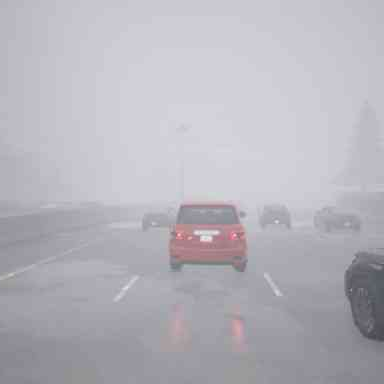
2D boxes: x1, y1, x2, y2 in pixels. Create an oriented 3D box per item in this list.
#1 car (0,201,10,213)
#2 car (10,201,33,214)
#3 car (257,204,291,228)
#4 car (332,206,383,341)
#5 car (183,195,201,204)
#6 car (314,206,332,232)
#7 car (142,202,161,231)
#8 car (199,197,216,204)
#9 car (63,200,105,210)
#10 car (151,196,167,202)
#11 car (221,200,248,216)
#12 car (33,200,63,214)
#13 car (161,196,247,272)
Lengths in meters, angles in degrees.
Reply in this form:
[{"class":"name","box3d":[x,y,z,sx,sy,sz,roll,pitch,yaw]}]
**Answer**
[{"class":"car","box3d":[-20.572,1.651,35.969,2.033,1.411,5.357,0,0,13]},{"class":"car","box3d":[-16.866,1.653,36.501,2.033,1.411,5.357,0,0,13]},{"class":"car","box3d":[5.545,1.570,22.601,1.837,1.490,4.892,0,-1,9]},{"class":"car","box3d":[3.676,1.230,3.394,2.150,2.045,5.566,0,0,1]},{"class":"car","box3d":[0.050,1.565,72.184,2.097,1.767,4.553,0,0,27]},{"class":"car","box3d":[8.695,1.585,20.142,1.812,1.442,4.674,0,0,9]},{"class":"car","box3d":[-1.788,1.587,20.976,1.812,1.442,4.674,0,0,8]},{"class":"car","box3d":[3.422,1.731,71.068,1.812,1.442,4.674,0,0,27]},{"class":"car","box3d":[-10.395,1.601,33.201,1.837,1.490,4.892,0,0,13]},{"class":"car","box3d":[-7.151,1.569,73.489,2.097,1.767,4.553,0,0,25]},{"class":"car","box3d":[4.547,1.649,34.921,2.033,1.411,5.357,0,0,15]},{"class":"car","box3d":[-13.706,1.577,34.456,1.882,1.535,5.008,0,0,13]},{"class":"car","box3d":[0.607,1.258,11.077,2.150,2.045,5.566,0,0,5]}]
